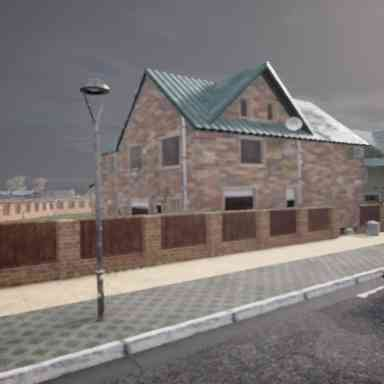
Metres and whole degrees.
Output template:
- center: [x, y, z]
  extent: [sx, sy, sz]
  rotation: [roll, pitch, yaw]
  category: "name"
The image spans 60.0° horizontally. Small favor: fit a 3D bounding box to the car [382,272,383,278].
- center: [6.292, 1.576, 7.507]
  extent: [4.718, 1.301, 1.895]
  rotation: [0, 0, -35]
  category: "car"
